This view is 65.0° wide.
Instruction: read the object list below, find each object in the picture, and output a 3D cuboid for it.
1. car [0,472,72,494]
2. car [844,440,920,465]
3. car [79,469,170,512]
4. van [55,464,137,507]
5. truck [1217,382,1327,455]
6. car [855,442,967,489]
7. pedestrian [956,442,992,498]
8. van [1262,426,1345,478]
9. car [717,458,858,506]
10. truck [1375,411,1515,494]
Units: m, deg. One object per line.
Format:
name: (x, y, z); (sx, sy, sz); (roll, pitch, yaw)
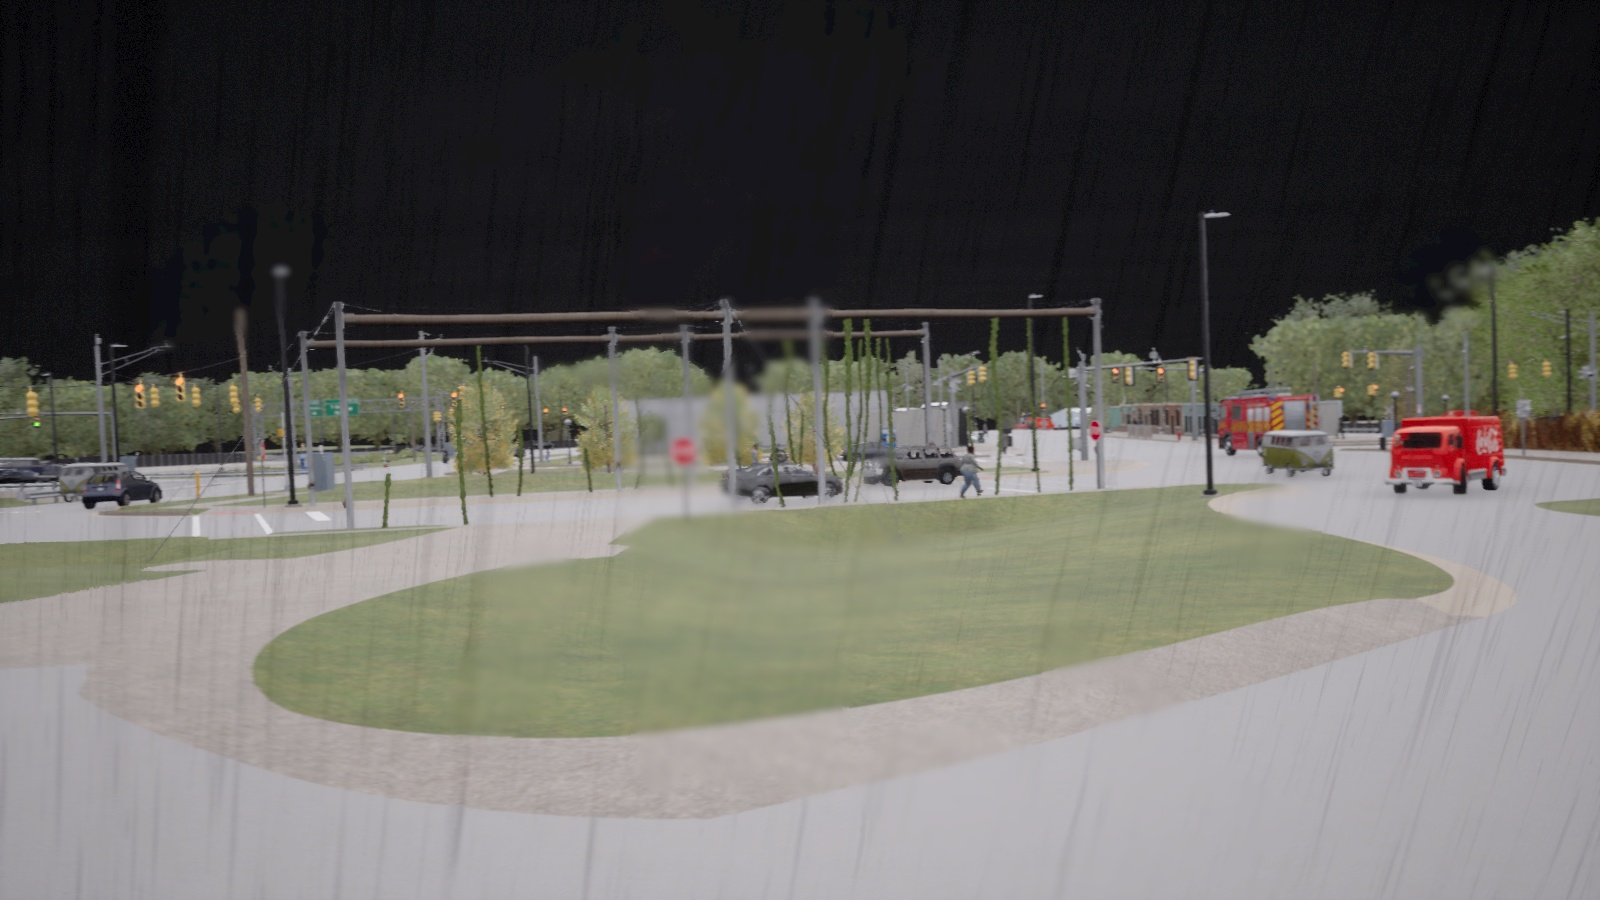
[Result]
car: (-51.172, 2.193, 83.267); (4.718, 1.301, 1.895); (-1, 1, 0)
car: (5.431, 0.141, 83.615); (4.792, 1.488, 2.163); (-1, 1, -1)
car: (-29.543, 1.749, 55.067); (1.851, 1.617, 3.988); (-3, 1, -1)
van: (-36.739, 1.818, 65.694); (1.775, 1.987, 4.442); (-3, 1, -1)
truck: (27.159, -1.739, 72.791); (2.891, 3.827, 8.468); (-3, 0, -1)
car: (4.981, 0.653, 56.383); (4.605, 1.855, 1.932); (-2, 2, -24)
pedestrian: (6.040, 0.684, 43.640); (0.900, 1.855, 0.874); (-3, 2, -15)
van: (21.687, 0.028, 54.243); (1.775, 1.987, 4.442); (-3, 2, 1)
car: (-0.471, 1.185, 47.886); (4.902, 1.511, 2.128); (-2, 2, -28)
truck: (21.120, 0.041, 41.010); (2.627, 2.467, 5.204); (-1, 1, 44)
